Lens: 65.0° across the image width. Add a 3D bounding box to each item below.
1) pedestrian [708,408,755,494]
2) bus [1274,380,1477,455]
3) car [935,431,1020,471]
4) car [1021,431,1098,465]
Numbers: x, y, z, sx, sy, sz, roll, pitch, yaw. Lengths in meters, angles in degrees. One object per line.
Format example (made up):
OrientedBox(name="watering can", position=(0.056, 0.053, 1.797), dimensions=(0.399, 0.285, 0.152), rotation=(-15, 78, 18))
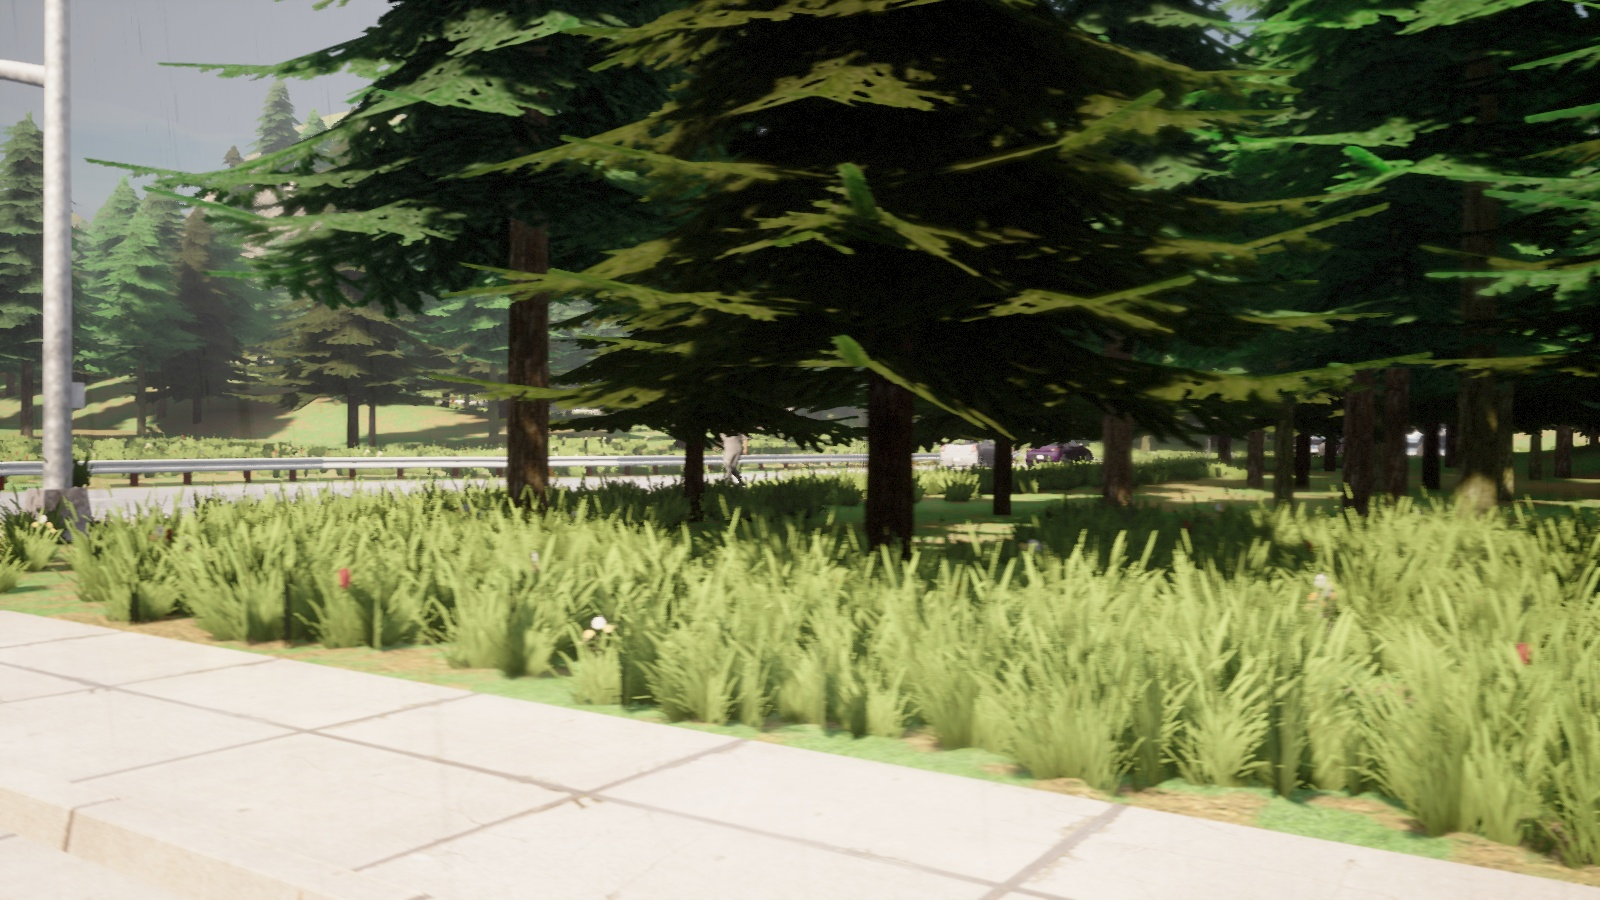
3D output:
OrientedBox(name="pedestrian", position=(-1.589, 0.012, 29.229), dimensions=(0.659, 1.952, 0.873), rotation=(0, 1, 35))
OrientedBox(name="bus", position=(34.375, -1.927, 75.465), dimensions=(10.273, 4.253, 3.944), rotation=(1, 0, 4))
OrientedBox(name="car", position=(6.992, 0.020, 49.213), dimensions=(1.845, 1.501, 3.633), rotation=(0, 1, 35))
OrientedBox(name="car", position=(11.562, -0.112, 55.802), dimensions=(1.816, 1.474, 4.193), rotation=(0, 1, 35))
